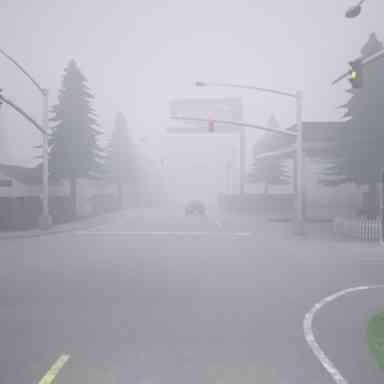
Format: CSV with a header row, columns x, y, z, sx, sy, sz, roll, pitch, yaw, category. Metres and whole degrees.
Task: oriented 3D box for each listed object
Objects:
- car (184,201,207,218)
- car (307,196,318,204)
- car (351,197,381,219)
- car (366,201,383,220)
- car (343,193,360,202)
x,y,z,sx,sy,sz,roll,pitch,yaw,category
0.301,1.579,31.726,1.837,1.490,4.892,1,0,0,car
22.762,1.517,63.869,1.970,1.475,3.806,0,0,0,car
14.468,1.491,24.836,3.866,1.878,1.905,0,0,0,car
18.818,1.655,30.489,4.611,1.667,2.242,0,0,0,car
35.197,1.450,71.610,2.007,1.523,4.514,0,0,0,car
